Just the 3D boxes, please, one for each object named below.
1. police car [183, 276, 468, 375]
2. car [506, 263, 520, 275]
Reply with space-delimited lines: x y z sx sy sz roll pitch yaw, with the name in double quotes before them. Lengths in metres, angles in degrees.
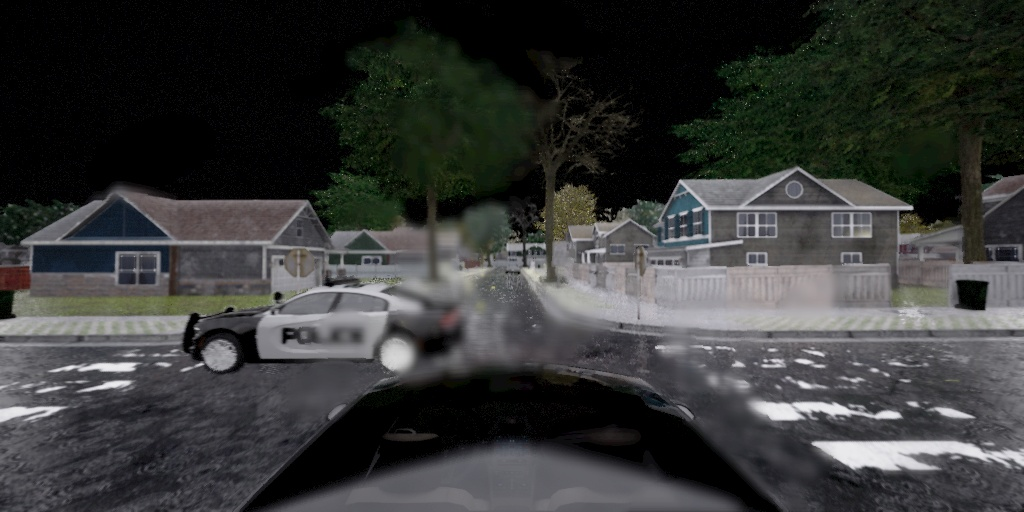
"police car" -3.502 1.241 7.084 5.238 1.638 1.930 0 -1 0
"car" 0.125 1.854 49.906 1.994 1.385 4.181 0 -1 0
